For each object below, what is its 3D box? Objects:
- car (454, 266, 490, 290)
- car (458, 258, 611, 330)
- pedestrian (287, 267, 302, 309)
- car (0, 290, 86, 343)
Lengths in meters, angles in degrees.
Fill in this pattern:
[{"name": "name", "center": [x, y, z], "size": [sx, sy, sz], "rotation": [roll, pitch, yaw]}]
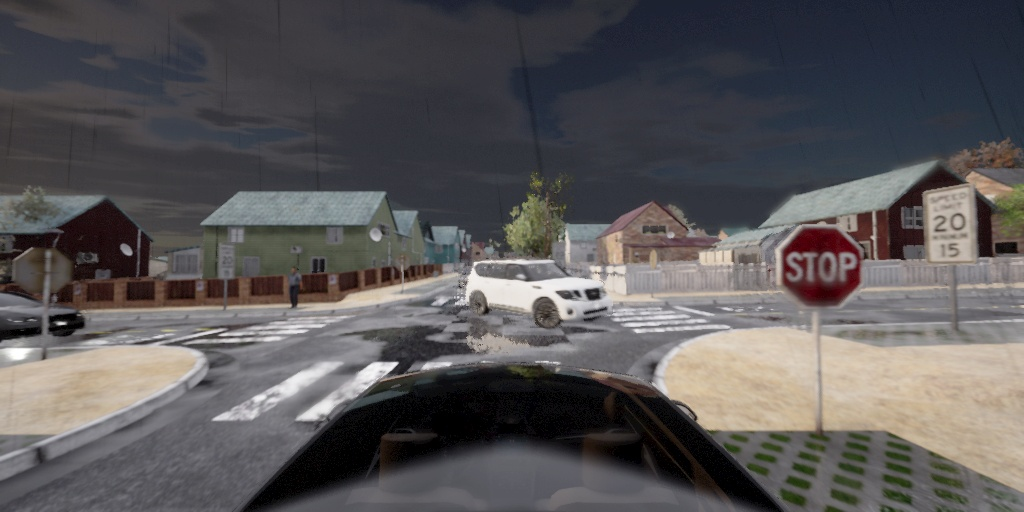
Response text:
[{"name": "car", "center": [-2.838, 1.567, 26.716], "size": [2.128, 1.511, 4.902], "rotation": [0, -1, 0]}, {"name": "car", "center": [0.572, 1.102, 12.221], "size": [2.150, 2.045, 5.566], "rotation": [-2, 0, -41]}, {"name": "pedestrian", "center": [-9.686, 1.395, 15.924], "size": [0.375, 1.860, 0.375], "rotation": [0, 0, 0]}, {"name": "car", "center": [-15.020, 1.708, 10.024], "size": [4.892, 1.490, 1.837], "rotation": [-2, -2, 0]}]
